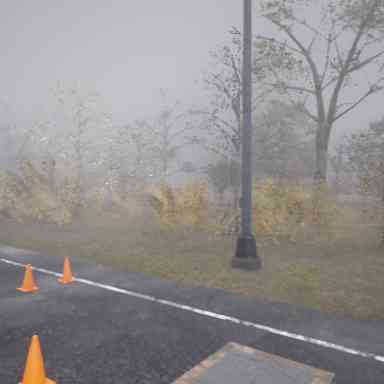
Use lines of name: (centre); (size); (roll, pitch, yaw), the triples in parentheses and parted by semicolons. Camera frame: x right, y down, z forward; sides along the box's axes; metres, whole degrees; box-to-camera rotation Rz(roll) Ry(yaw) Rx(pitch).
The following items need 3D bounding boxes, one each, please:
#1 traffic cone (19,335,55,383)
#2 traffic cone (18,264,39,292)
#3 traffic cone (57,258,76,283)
traffic cone: (-1.845, 1.983, 3.902); (0.340, 0.580, 0.340); (0, -1, 37)
traffic cone: (-3.870, 2.006, 7.890); (0.340, 0.580, 0.340); (0, -1, 37)
traffic cone: (-3.275, 2.017, 8.693); (0.340, 0.580, 0.340); (0, -1, 37)
